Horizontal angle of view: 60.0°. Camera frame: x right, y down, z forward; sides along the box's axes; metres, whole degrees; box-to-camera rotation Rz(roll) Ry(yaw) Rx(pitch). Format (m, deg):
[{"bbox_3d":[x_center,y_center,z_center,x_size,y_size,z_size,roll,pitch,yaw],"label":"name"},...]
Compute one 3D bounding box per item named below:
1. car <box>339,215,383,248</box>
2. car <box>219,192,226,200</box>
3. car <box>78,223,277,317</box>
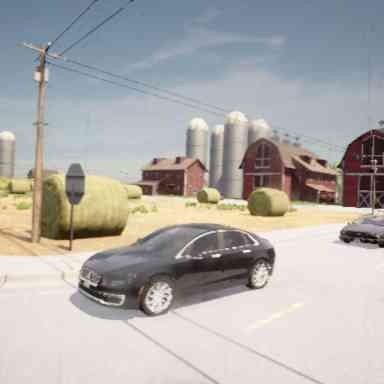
[{"bbox_3d":[9.341,1.886,16.996,2.033,1.411,5.357,3,0,44],"label":"car"},{"bbox_3d":[6.153,1.069,80.220,3.866,1.878,1.905,1,6,0],"label":"car"},{"bbox_3d":[-0.035,1.488,7.520,4.892,1.490,1.837,3,0,-41],"label":"car"}]
